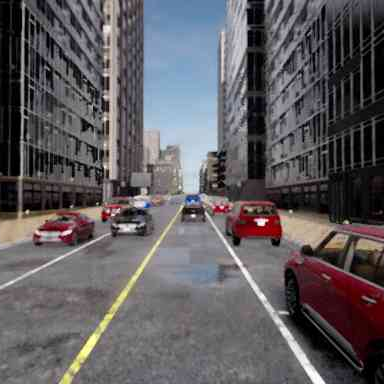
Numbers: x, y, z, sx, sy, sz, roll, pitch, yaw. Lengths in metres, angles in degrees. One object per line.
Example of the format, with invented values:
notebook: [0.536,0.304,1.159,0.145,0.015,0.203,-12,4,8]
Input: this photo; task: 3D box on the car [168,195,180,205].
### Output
car: [-3.037,1.607,59.467,2.033,1.411,5.357,0,0,1]

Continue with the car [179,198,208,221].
car: [0.098,1.531,27.355,1.837,1.490,4.892,0,0,0]

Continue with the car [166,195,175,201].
car: [-5.646,1.533,87.801,1.967,1.590,4.097,1,0,0]

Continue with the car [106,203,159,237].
car: [-3.101,1.543,18.211,1.812,1.442,4.674,0,0,0]

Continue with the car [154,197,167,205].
car: [-5.647,1.626,59.924,1.947,1.339,4.313,1,0,0]

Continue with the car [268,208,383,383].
car: [2.707,1.319,4.269,2.192,1.841,5.009,1,0,0]

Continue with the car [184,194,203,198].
car: [0.097,1.267,46.181,2.150,2.045,5.566,0,0,0]

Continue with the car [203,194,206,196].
car: [2.700,1.593,65.788,1.752,1.417,4.829,1,0,0]

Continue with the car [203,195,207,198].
car: [2.701,1.574,49.057,1.752,1.417,4.829,1,0,0]

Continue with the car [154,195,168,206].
car: [-5.642,1.369,54.349,2.192,1.841,5.009,1,0,0]

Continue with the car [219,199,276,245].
car: [2.707,1.330,15.424,2.192,1.841,5.009,1,0,0]

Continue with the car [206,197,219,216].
car: [2.704,1.471,32.155,1.967,1.590,4.097,1,0,0]

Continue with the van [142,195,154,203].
van: [-5.684,1.377,37.624,1.690,1.788,3.998,1,0,0]

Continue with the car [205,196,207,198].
car: [2.703,1.477,37.732,1.967,1.590,4.097,1,0,0]

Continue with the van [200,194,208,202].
van: [2.703,1.422,76.773,1.690,1.788,3.998,1,0,0]

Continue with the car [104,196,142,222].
car: [-5.674,1.340,26.473,2.192,1.841,5.009,1,0,0]

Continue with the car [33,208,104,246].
car: [-5.678,1.596,15.323,1.802,1.307,4.206,1,0,0]
